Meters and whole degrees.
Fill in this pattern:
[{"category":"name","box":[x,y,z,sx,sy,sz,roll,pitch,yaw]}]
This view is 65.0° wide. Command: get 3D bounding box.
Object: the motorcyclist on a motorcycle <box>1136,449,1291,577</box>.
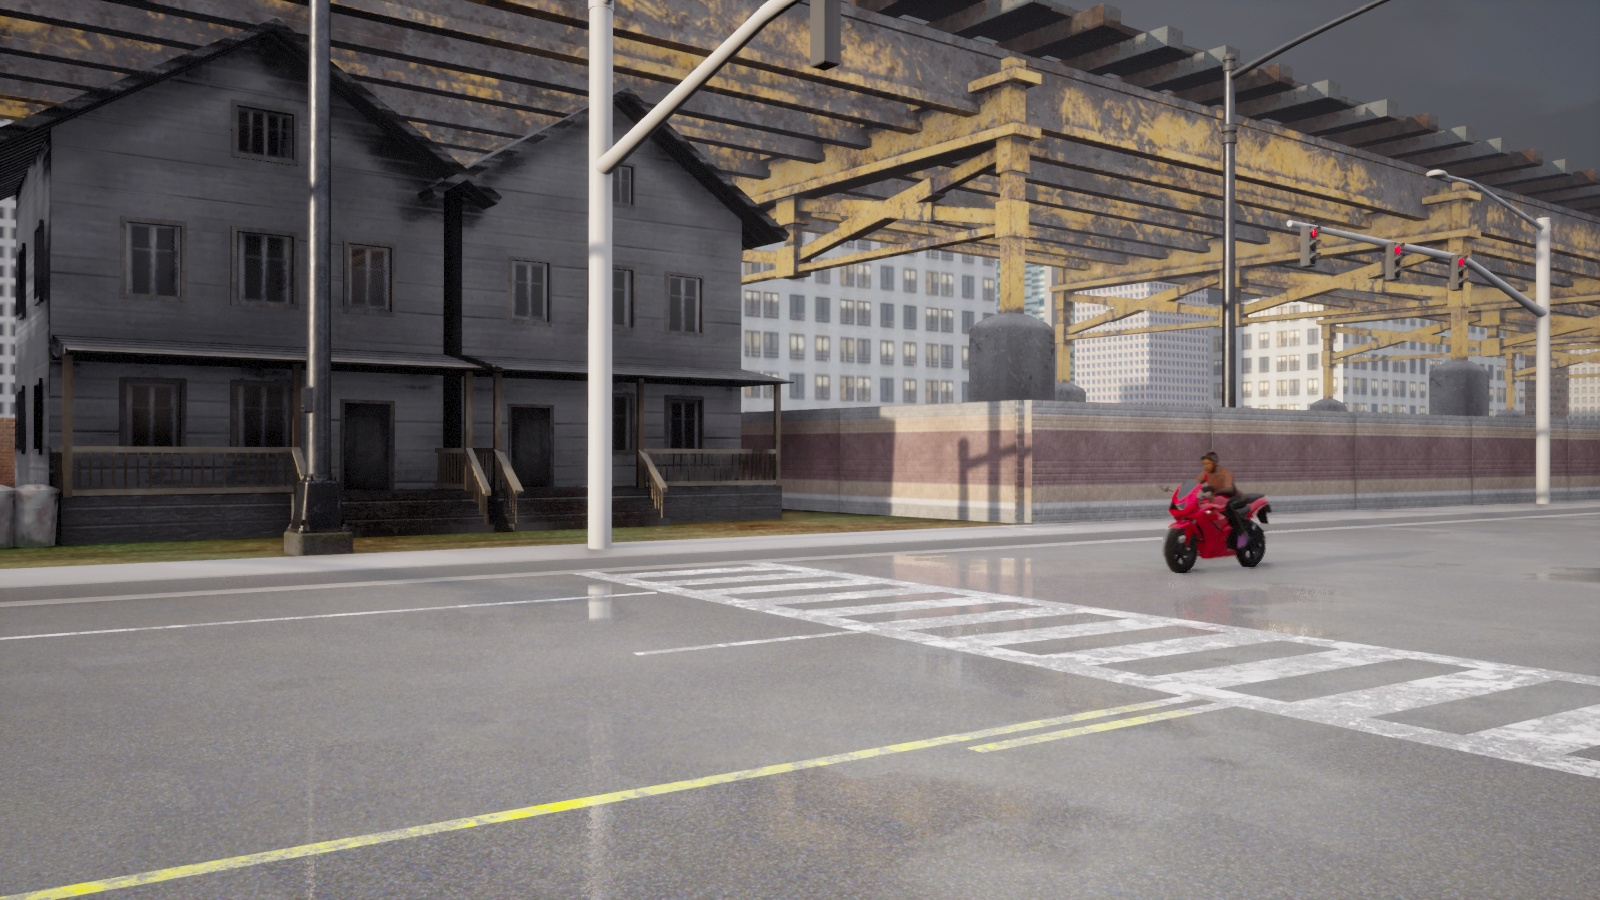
[{"category":"motorcyclist on a motorcycle","box":[5.248,0.755,15.903,2.044,1.523,0.797,0,0,-35]}]
